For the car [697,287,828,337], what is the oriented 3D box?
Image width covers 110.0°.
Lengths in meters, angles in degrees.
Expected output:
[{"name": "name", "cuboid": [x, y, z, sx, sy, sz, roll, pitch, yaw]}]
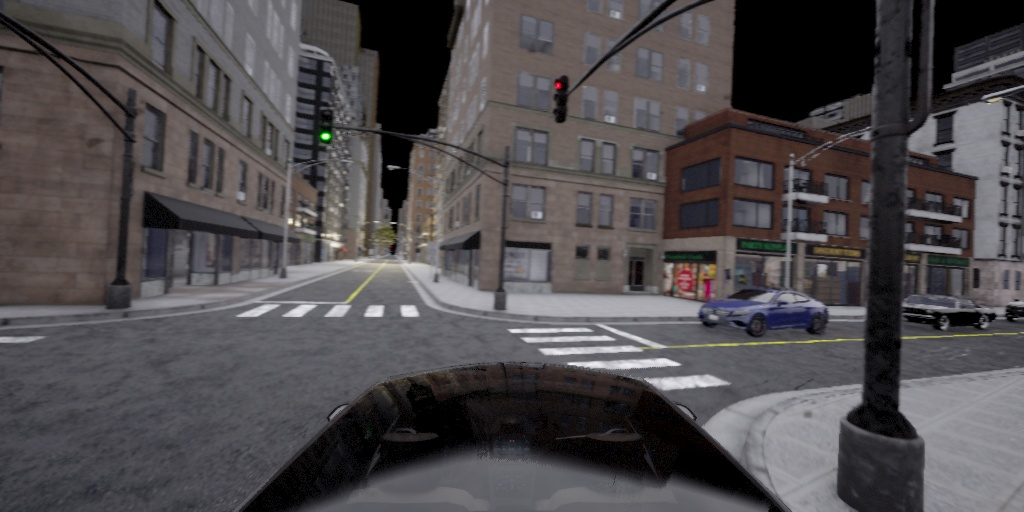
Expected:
[{"name": "car", "cuboid": [8.539, 1.792, 12.122, 4.674, 1.442, 1.812, 3, -1, -21]}]

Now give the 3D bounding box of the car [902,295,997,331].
[{"name": "car", "cuboid": [17.966, 2.346, 15.250, 4.718, 1.301, 1.895, 3, -1, -18]}]

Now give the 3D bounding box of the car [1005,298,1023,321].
[{"name": "car", "cuboid": [28.069, 2.737, 18.586, 5.008, 1.535, 1.882, 3, -1, -18]}]
